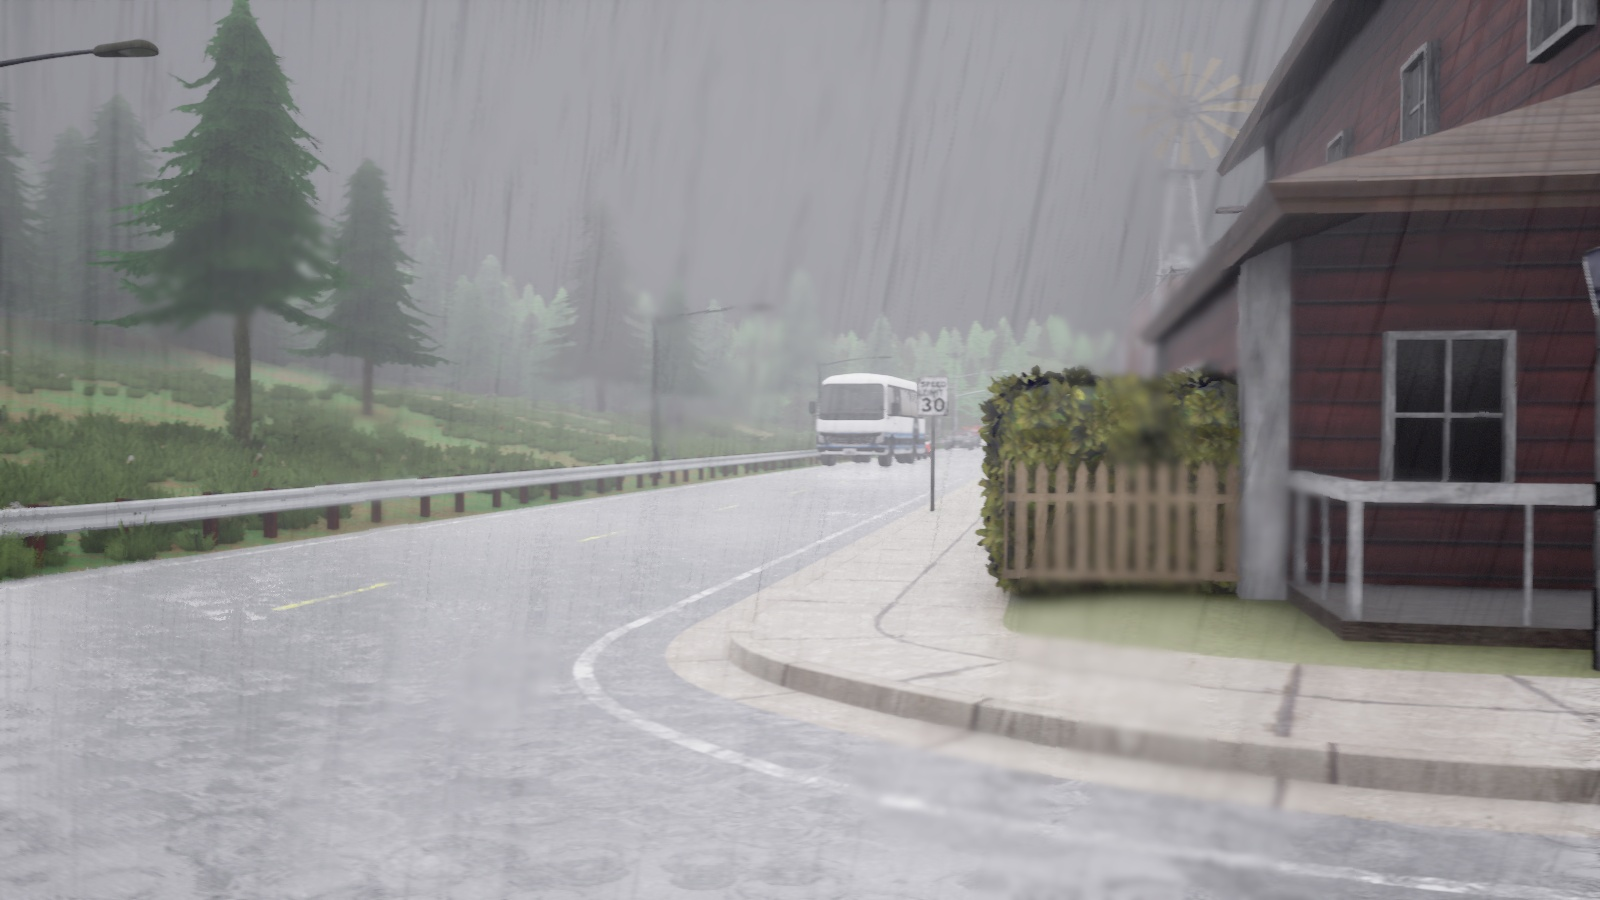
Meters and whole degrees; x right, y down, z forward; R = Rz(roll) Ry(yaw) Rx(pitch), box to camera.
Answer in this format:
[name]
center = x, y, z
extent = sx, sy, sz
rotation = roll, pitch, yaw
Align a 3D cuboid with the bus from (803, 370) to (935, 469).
[bus]
center = 3.512, -1.378, 59.755
extent = 3.944, 4.253, 10.273
rotation = 1, 1, 16
